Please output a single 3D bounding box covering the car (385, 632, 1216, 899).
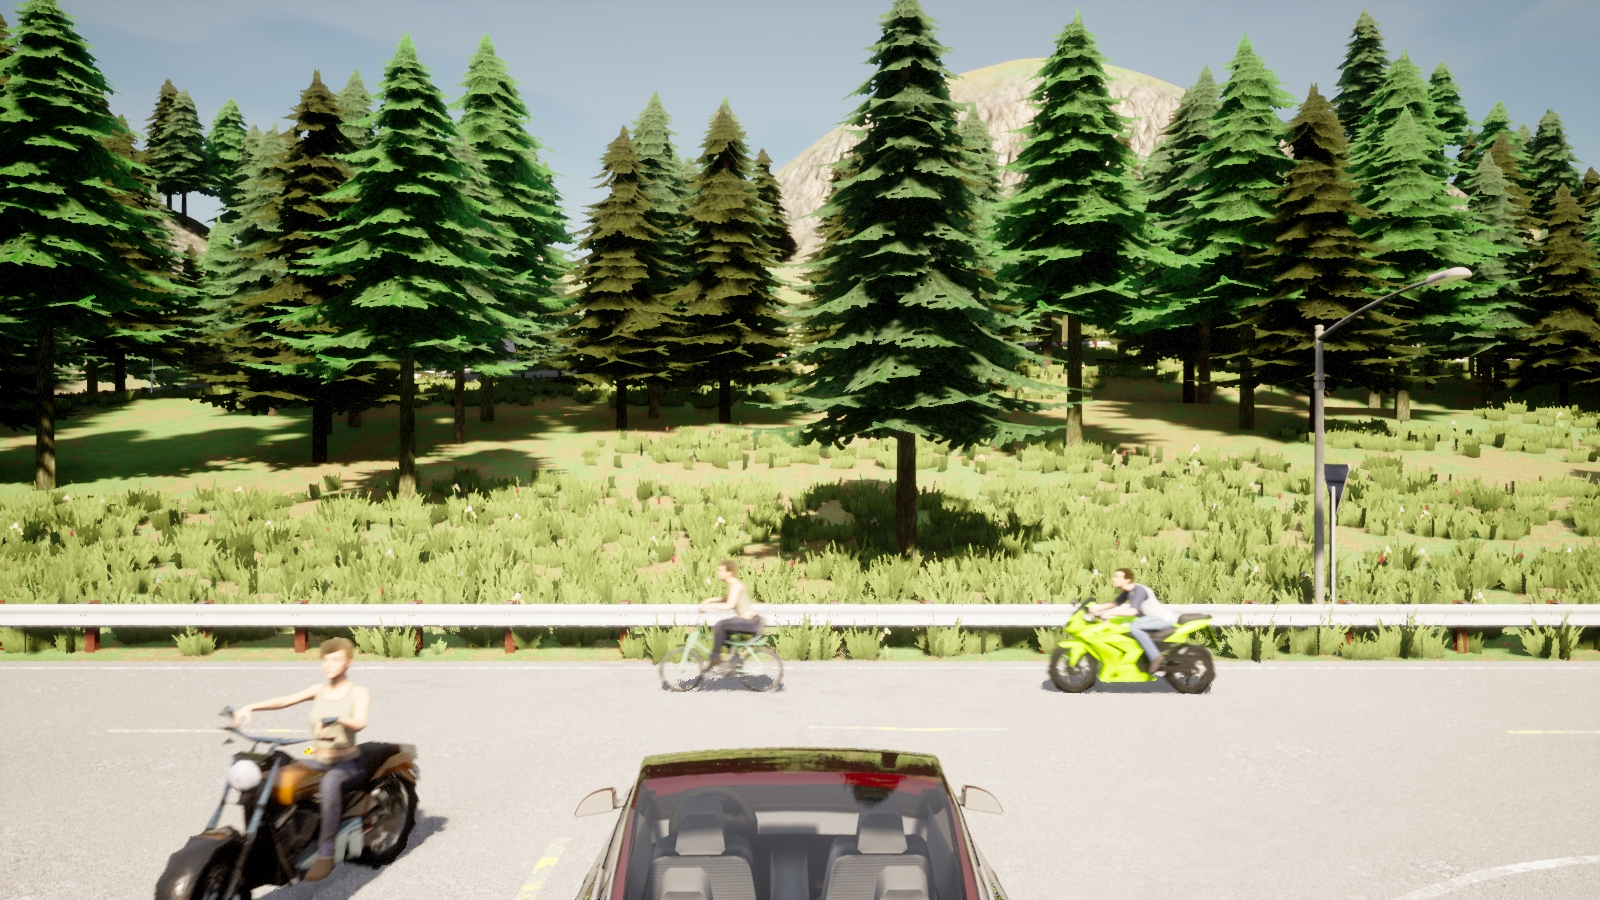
[{"bbox_3d":[-0.040,1.936,5.203,2.163,1.488,4.792,0,-1,-1],"label":"car"}]

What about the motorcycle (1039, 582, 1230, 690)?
[{"bbox_3d":[3.962,2.201,13.641,2.033,1.145,0.803,0,0,0],"label":"motorcycle"}]
